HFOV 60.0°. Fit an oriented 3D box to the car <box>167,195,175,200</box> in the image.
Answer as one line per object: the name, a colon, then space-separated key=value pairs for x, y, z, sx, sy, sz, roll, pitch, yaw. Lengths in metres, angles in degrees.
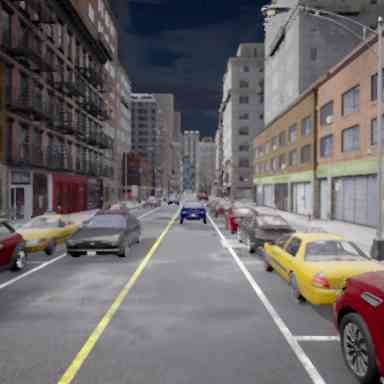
car: x=-5.707 y=1.474 z=89.644 sx=1.752 sy=1.417 sz=4.829 roll=-1 pitch=0 yaw=0

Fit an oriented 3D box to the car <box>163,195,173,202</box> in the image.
car: x=-5.703 y=1.511 z=78.643 sx=1.947 sy=1.339 sz=4.313 roll=-1 pitch=0 yaw=0

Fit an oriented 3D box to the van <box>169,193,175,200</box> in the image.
van: x=-5.711 y=1.291 z=95.400 sx=1.690 sy=1.788 sz=3.998 roll=-1 pitch=0 yaw=0

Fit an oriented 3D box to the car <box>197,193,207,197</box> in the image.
car: x=2.820 y=1.261 z=78.645 sx=2.192 sy=1.841 sz=5.009 roll=-1 pitch=0 yaw=0

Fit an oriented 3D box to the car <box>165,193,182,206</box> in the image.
car: x=-3.019 y=1.417 z=55.527 sx=1.882 sy=1.535 sz=5.008 roll=0 pitch=0 yaw=0

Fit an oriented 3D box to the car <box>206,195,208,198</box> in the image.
car: x=2.836 y=1.383 z=35.282 sx=1.967 sy=1.590 sz=4.097 roll=-1 pitch=0 yaw=0

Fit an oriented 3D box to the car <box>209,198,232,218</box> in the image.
car: x=2.838 y=1.389 z=29.785 sx=1.967 sy=1.590 sz=4.097 roll=-1 pitch=0 yaw=0

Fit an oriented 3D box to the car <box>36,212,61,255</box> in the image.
car: x=-5.680 y=1.497 z=13.121 sx=1.752 sy=1.417 sz=4.829 roll=-1 pitch=0 yaw=0

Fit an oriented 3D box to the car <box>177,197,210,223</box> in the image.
car: x=0.089 y=1.432 z=25.202 sx=1.882 sy=1.535 sz=5.008 roll=0 pitch=0 yaw=0

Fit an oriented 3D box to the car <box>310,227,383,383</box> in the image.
car: x=2.848 y=1.309 z=2.301 sx=2.192 sy=1.841 sz=5.009 roll=-1 pitch=0 yaw=0

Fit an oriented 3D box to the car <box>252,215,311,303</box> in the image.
car: x=2.847 y=1.507 z=7.968 sx=1.752 sy=1.417 sz=4.829 roll=-1 pitch=0 yaw=0

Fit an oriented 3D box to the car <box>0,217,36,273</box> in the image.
car: x=-5.679 y=1.422 z=7.795 sx=1.967 sy=1.590 sz=4.097 roll=-1 pitch=0 yaw=0

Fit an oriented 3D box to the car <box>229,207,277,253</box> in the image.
car: x=2.845 y=1.522 z=13.295 sx=2.008 sy=1.369 sz=4.403 roll=-1 pitch=0 yaw=0

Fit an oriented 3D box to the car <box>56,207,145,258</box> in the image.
car: x=-3.107 y=1.519 z=12.943 sx=2.033 sy=1.411 sz=5.357 roll=0 pitch=0 yaw=0

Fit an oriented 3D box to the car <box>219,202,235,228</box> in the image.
car: x=2.843 y=1.507 z=18.792 sx=1.887 sy=1.381 sz=4.507 roll=-1 pitch=0 yaw=0

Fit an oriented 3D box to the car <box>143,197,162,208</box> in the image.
car: x=-5.693 y=1.377 z=46.273 sx=1.967 sy=1.590 sz=4.097 roll=-1 pitch=0 yaw=0

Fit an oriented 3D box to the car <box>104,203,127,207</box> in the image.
car: x=-5.684 y=1.500 z=24.285 sx=1.887 sy=1.381 sz=4.507 roll=-1 pitch=0 yaw=0

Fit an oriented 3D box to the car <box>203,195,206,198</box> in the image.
car: x=2.833 y=1.462 z=46.447 sx=1.752 sy=1.417 sz=4.829 roll=-1 pitch=0 yaw=0
